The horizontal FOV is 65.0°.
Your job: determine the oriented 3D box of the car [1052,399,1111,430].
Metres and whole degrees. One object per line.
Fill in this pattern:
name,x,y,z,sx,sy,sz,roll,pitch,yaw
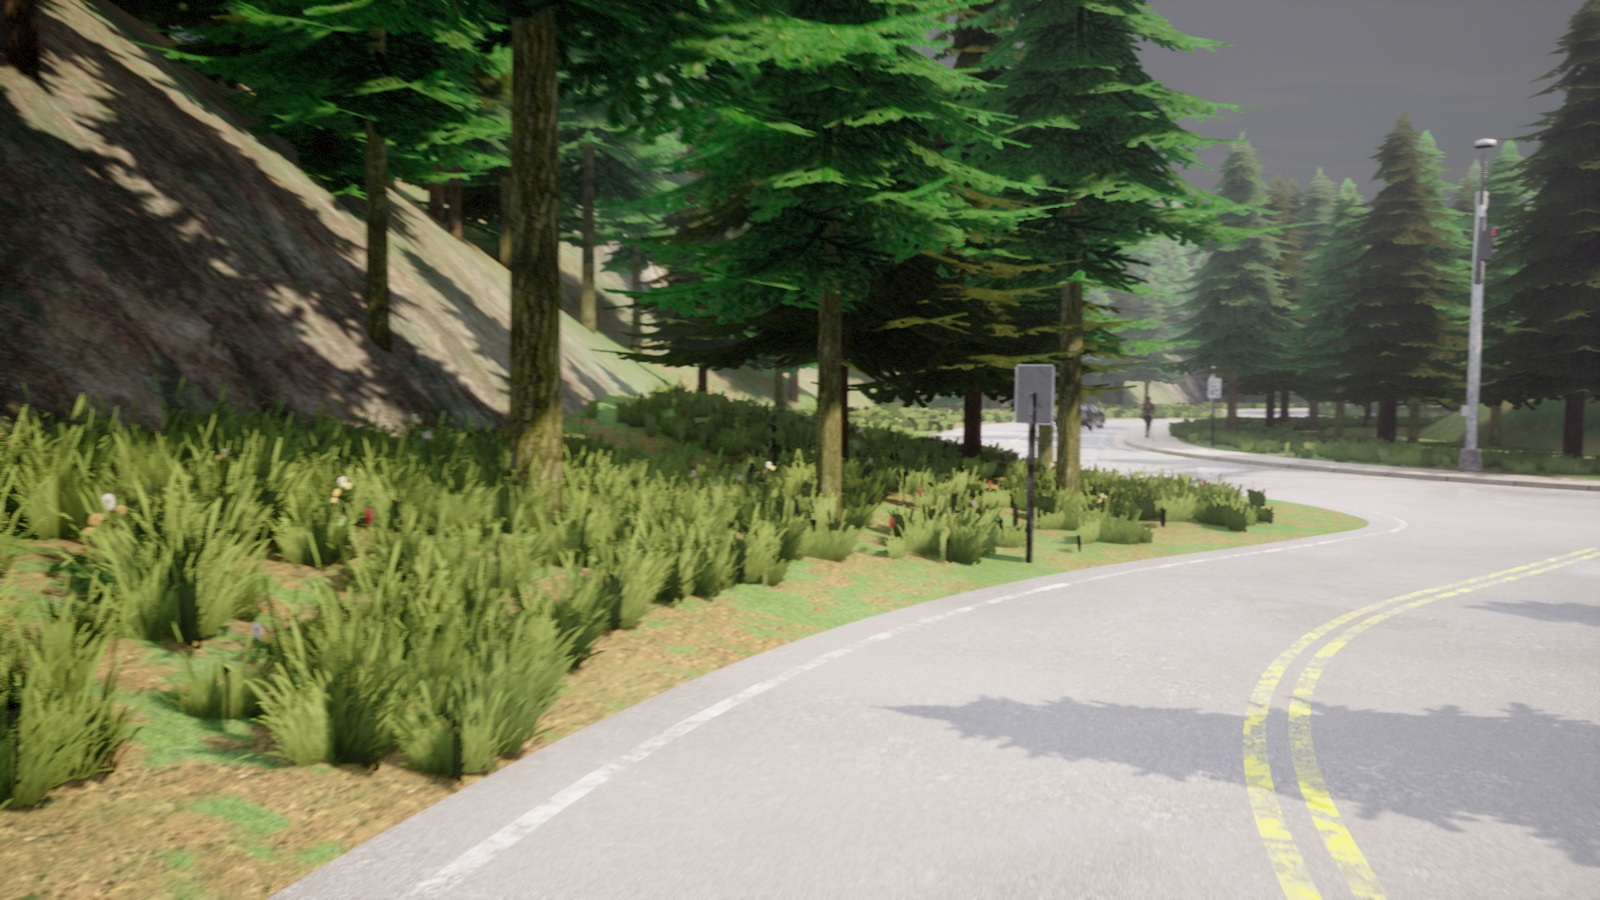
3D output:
car,14.645,-1.872,65.056,2.033,1.411,5.357,2,4,23

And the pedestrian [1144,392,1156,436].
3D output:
pedestrian,14.729,-1.521,52.859,0.328,1.805,0.869,1,4,9
